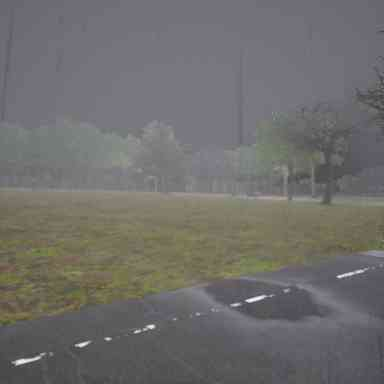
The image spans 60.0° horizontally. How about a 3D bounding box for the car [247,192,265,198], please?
[{"bbox_3d":[16.545,0.775,86.804,2.033,1.411,5.357,0,2,-31],"label":"car"}]
